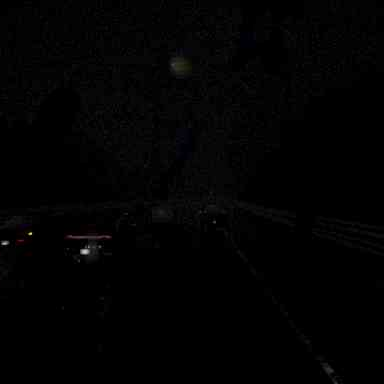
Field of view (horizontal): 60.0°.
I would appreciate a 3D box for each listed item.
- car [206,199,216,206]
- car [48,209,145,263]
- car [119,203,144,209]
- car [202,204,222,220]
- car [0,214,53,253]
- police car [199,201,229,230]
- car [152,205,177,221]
[{"bbox_3d":[4.278,2.243,73.384,1.812,1.442,4.674,0,-1,7],"label":"car"},{"bbox_3d":[-3.238,1.641,12.658,2.128,1.511,4.902,0,-1,1],"label":"car"},{"bbox_3d":[-5.966,1.874,33.293,1.882,1.535,5.008,0,0,3],"label":"car"},{"bbox_3d":[1.963,1.928,33.114,1.812,1.442,4.674,0,-1,3],"label":"car"},{"bbox_3d":[-6.700,1.692,14.376,1.812,1.442,4.674,0,-1,1],"label":"car"},{"bbox_3d":[1.512,1.709,23.390,1.930,1.638,5.238,0,-1,2],"label":"police car"},{"bbox_3d":[-2.544,1.944,31.695,1.994,1.385,4.181,0,-1,3],"label":"car"}]
